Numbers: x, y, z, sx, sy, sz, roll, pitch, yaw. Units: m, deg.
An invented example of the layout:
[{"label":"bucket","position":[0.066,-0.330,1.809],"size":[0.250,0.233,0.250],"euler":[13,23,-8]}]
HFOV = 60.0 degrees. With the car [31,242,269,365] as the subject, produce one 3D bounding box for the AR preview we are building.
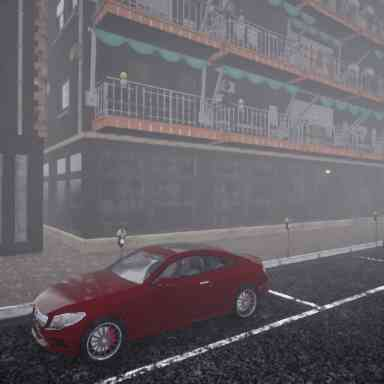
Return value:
[{"label":"car","position":[-0.457,1.582,5.760],"size":[4.206,1.307,1.802],"euler":[0,0,-35]}]
